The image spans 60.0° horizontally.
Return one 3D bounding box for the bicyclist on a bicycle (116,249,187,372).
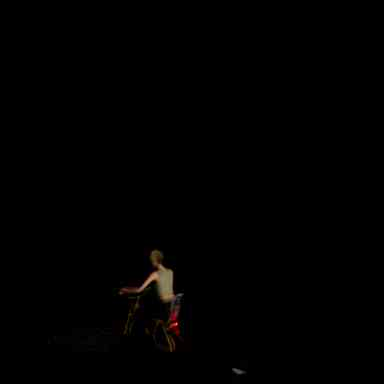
[{"bbox_3d":[-0.620,1.642,4.887,1.509,1.612,0.866,0,-2,40],"label":"bicyclist on a bicycle"}]
